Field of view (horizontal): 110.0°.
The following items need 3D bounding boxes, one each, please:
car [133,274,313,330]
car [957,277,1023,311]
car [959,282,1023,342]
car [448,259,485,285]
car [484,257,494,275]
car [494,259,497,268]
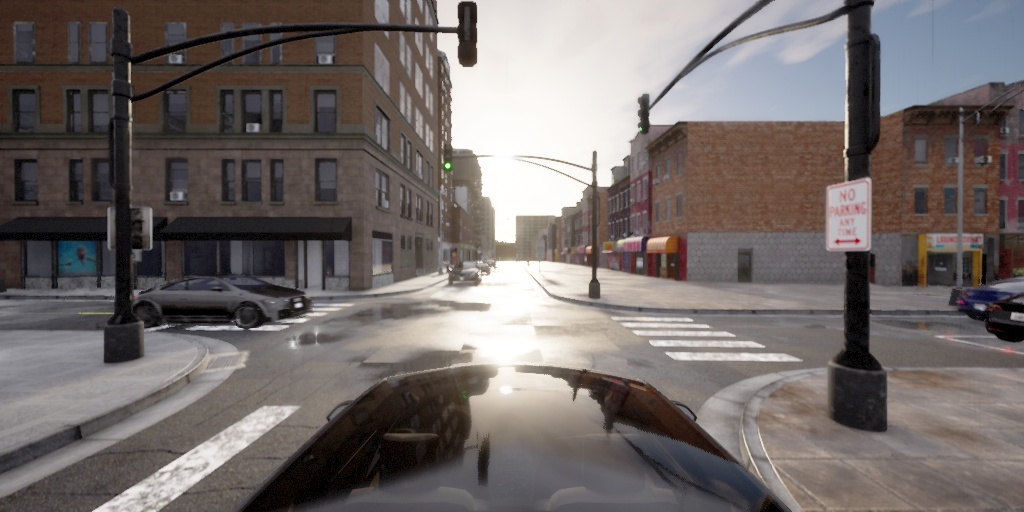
[{"bbox_3d":[-8.100,1.215,10.232,4.181,1.385,1.994,0,0,0],"label":"car"},{"bbox_3d":[15.958,1.334,10.449,4.674,1.442,1.812,0,0,0],"label":"car"},{"bbox_3d":[13.129,1.375,7.795,4.313,1.339,1.948,0,0,0],"label":"car"},{"bbox_3d":[-3.026,1.070,23.845,1.812,1.442,4.674,0,0,0],"label":"car"},{"bbox_3d":[-3.074,1.049,34.392,1.994,1.385,4.181,0,0,1],"label":"car"},{"bbox_3d":[-3.148,0.928,49.780,2.128,1.511,4.902,0,0,0],"label":"car"}]
